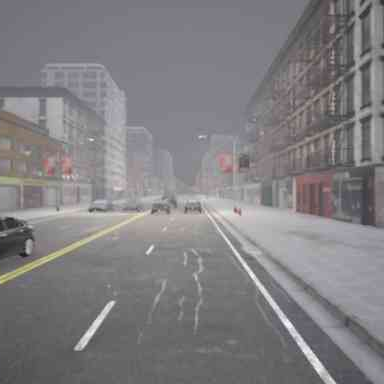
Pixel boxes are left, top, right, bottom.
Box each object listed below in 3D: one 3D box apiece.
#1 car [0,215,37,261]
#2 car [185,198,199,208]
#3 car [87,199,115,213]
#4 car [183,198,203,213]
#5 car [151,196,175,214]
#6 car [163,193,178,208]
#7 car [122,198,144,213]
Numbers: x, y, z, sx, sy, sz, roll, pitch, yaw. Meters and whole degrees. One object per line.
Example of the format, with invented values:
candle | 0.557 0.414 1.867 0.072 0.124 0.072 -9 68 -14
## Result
car | -6.499 1.499 10.066 1.837 1.490 4.892 0 0 0
car | 0.012 1.576 49.254 1.895 1.301 4.718 0 0 0
car | -9.833 1.528 36.564 2.033 1.411 5.357 0 0 0
car | 0.102 1.473 36.066 2.128 1.511 4.902 0 0 0
car | -3.147 1.486 34.739 1.837 1.490 4.892 0 0 0
car | -3.242 1.199 48.695 2.150 2.045 5.566 0 0 0
car | -6.576 1.486 37.325 1.837 1.490 4.892 0 0 0
